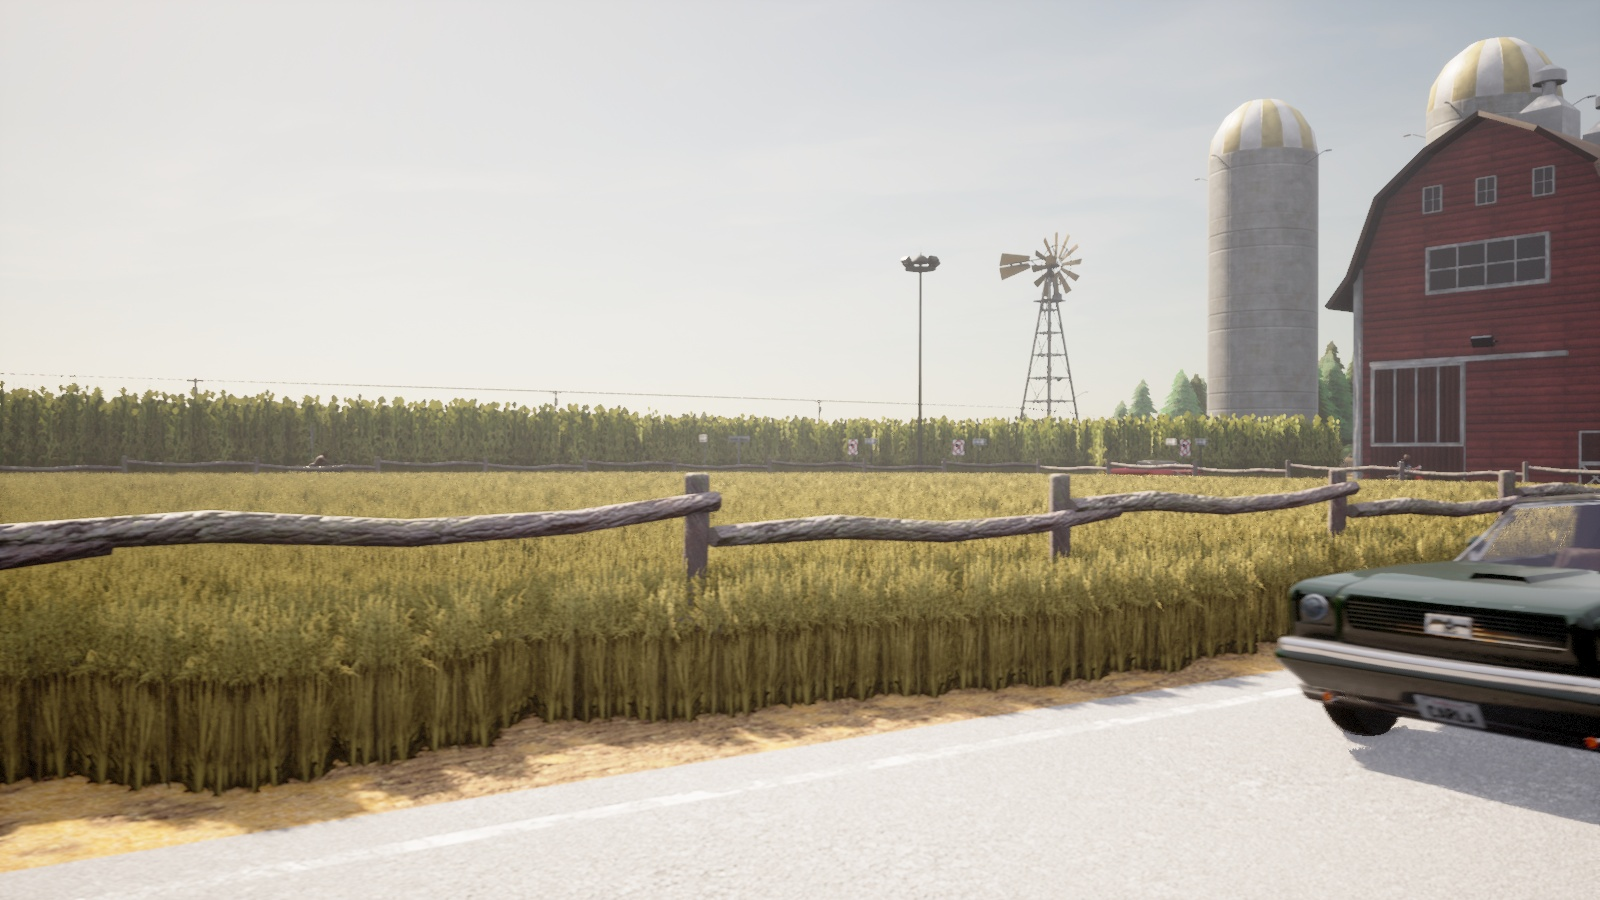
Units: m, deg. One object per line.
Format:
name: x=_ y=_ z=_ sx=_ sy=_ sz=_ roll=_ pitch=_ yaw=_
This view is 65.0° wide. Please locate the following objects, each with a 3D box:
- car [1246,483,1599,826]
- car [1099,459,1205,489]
car: x=4.752 y=0.869 z=6.971 sx=4.718 sy=1.301 sz=1.895 roll=0 pitch=0 yaw=-35
car: x=15.972 y=1.053 z=57.283 sx=1.895 sy=1.301 sz=4.718 roll=0 pitch=0 yaw=-29
